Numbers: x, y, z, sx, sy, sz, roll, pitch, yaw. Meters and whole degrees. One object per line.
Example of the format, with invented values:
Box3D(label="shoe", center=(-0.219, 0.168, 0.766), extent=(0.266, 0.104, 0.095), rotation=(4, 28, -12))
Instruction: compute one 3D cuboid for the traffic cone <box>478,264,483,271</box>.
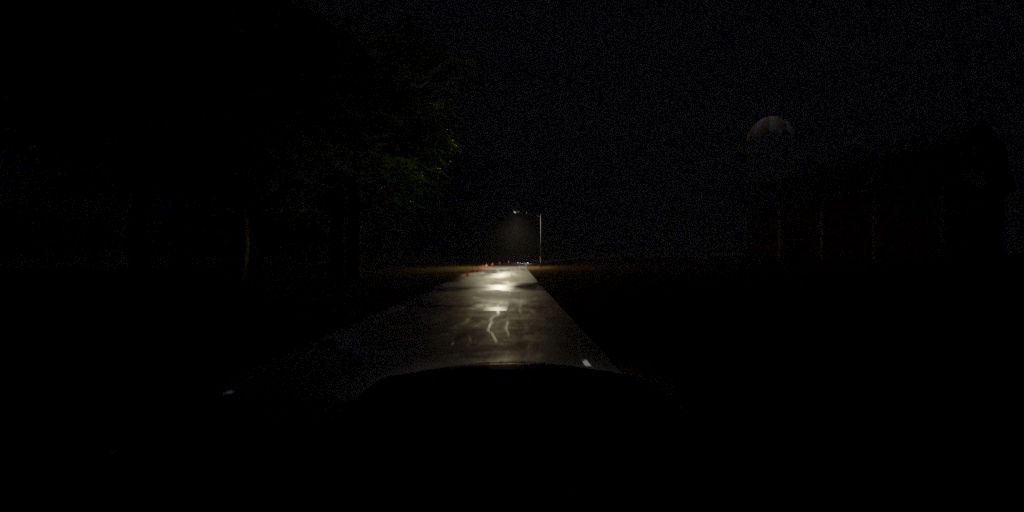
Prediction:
Box3D(label="traffic cone", center=(-3.833, 1.387, 41.161), extent=(0.340, 0.580, 0.340), rotation=(0, 0, 0))

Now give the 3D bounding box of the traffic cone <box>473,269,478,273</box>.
Box3D(label="traffic cone", center=(-3.836, 1.448, 36.162), extent=(0.340, 0.580, 0.340), rotation=(0, 0, 0))

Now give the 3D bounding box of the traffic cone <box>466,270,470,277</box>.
Box3D(label="traffic cone", center=(-3.838, 1.509, 31.162), extent=(0.340, 0.580, 0.340), rotation=(0, 0, 0))

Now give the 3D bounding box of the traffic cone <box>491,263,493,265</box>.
Box3D(label="traffic cone", center=(-3.127, 1.197, 56.502), extent=(0.340, 0.580, 0.340), rotation=(0, 0, 9))

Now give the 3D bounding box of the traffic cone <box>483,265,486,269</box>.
Box3D(label="traffic cone", center=(-3.831, 1.326, 46.161), extent=(0.340, 0.580, 0.340), rotation=(0, 0, 0))
